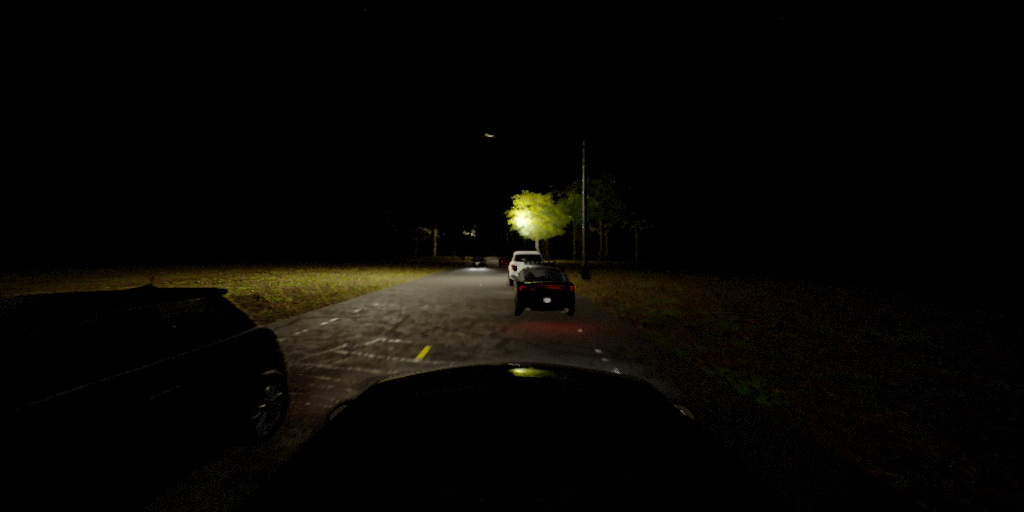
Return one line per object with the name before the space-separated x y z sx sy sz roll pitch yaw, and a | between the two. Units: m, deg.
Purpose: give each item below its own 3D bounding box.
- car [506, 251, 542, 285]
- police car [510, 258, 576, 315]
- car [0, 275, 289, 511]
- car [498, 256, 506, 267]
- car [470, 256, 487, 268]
car | 0.883 0.717 22.879 2.150 2.045 5.566 0 1 -1
police car | 0.999 1.032 12.937 1.930 1.638 5.238 0 1 0
car | -3.607 1.098 2.184 2.097 1.767 4.553 0 1 0
car | -0.771 0.733 48.494 1.812 1.442 4.674 -1 1 -2
car | -4.307 0.723 46.882 2.128 1.511 4.902 0 1 -1
